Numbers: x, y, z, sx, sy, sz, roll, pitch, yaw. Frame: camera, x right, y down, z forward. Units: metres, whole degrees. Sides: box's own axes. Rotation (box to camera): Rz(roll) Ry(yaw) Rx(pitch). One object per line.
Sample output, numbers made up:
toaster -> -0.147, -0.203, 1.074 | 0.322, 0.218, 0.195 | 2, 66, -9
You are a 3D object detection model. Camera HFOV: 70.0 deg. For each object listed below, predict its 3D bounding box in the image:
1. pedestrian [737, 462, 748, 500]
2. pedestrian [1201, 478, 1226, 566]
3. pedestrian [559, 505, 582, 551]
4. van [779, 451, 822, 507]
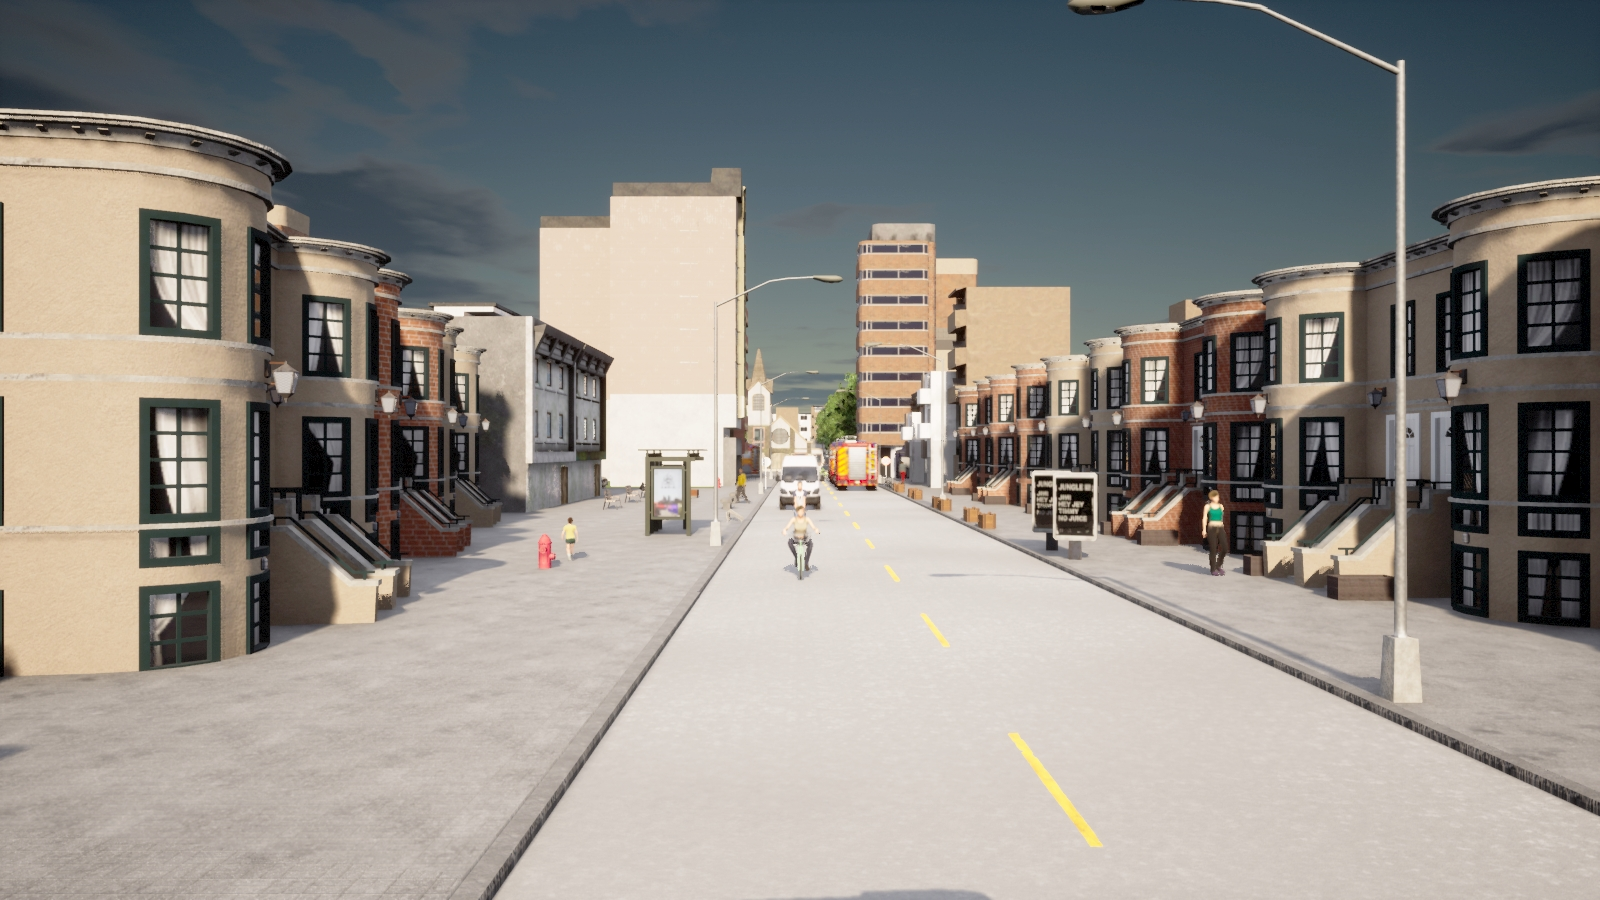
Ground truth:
pedestrian -> -2.893, 1.546, 57.376 | 0.375, 1.860, 0.375 | 0, 0, -43
pedestrian -> 8.862, 1.533, 24.497 | 0.375, 1.860, 0.375 | 0, 0, -5
pedestrian -> -5.646, 1.917, 28.137 | 0.500, 1.100, 0.500 | 0, 0, -19
van -> 0.004, 1.336, 55.544 | 1.988, 2.561, 5.915 | 0, 0, 0
